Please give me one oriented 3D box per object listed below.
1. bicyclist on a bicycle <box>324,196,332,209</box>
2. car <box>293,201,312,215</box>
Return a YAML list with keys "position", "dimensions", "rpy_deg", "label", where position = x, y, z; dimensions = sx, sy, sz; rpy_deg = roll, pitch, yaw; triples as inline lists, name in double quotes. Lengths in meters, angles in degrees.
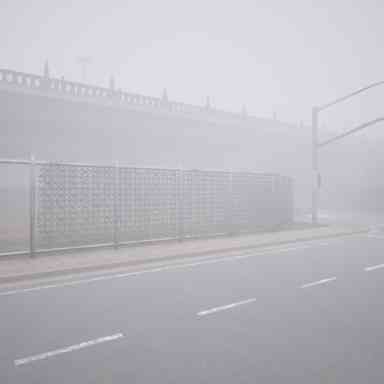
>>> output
- position: [17.734, 1.356, 43.314]
  dimensions: [1.656, 1.620, 0.582]
  rpy_deg: [0, 0, -36]
  label: "bicyclist on a bicycle"
- position: [10.462, 1.619, 34.610]
  dimensions: [1.994, 1.385, 4.181]
  rpy_deg: [0, 0, -36]
  label: "car"
